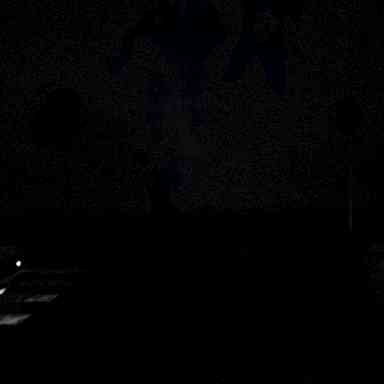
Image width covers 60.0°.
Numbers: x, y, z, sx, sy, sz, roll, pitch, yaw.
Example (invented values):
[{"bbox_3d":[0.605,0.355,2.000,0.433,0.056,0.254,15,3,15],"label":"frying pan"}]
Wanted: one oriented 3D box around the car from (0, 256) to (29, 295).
[{"bbox_3d":[-5.874,1.646,6.482,4.718,1.301,1.895,-1,0,2],"label":"car"}]
